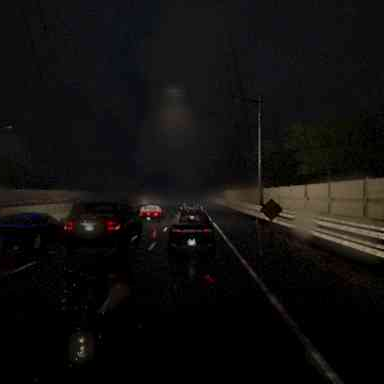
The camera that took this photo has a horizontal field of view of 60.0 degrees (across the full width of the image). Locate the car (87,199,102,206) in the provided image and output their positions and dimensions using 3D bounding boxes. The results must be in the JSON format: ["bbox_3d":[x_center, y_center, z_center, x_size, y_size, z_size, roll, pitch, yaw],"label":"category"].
[{"bbox_3d":[-21.017,2.251,71.736,1.895,1.301,4.718,0,-1,0],"label":"car"}]

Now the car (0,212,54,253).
[{"bbox_3d":[-6.996,1.613,14.487,1.882,1.535,5.008,0,0,0],"label":"car"}]

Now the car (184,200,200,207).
[{"bbox_3d":[-0.002,1.779,29.304,1.837,1.490,4.892,0,0,0],"label":"car"}]

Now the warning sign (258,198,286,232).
[{"bbox_3d":[4.539,1.293,19.006,1.300,1.860,1.060,0,-1,0],"label":"warning sign"}]

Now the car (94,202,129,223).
[{"bbox_3d":[-7.000,1.751,29.461,1.882,1.535,5.008,0,0,0],"label":"car"}]

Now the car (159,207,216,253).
[{"bbox_3d":[0.002,1.627,14.296,2.128,1.511,4.902,0,0,0],"label":"car"}]

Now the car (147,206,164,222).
[{"bbox_3d":[-3.505,1.871,29.108,1.895,1.301,4.718,0,0,0],"label":"car"}]

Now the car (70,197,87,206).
[{"bbox_3d":[-24.517,2.012,71.798,2.097,1.767,4.553,0,-1,0],"label":"car"}]

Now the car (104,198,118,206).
[{"bbox_3d":[-17.517,2.156,71.768,1.837,1.490,4.892,0,-1,0],"label":"car"}]

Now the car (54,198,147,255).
[{"bbox_3d":[-3.502,1.348,14.022,2.150,2.045,5.566,0,0,0],"label":"car"}]
